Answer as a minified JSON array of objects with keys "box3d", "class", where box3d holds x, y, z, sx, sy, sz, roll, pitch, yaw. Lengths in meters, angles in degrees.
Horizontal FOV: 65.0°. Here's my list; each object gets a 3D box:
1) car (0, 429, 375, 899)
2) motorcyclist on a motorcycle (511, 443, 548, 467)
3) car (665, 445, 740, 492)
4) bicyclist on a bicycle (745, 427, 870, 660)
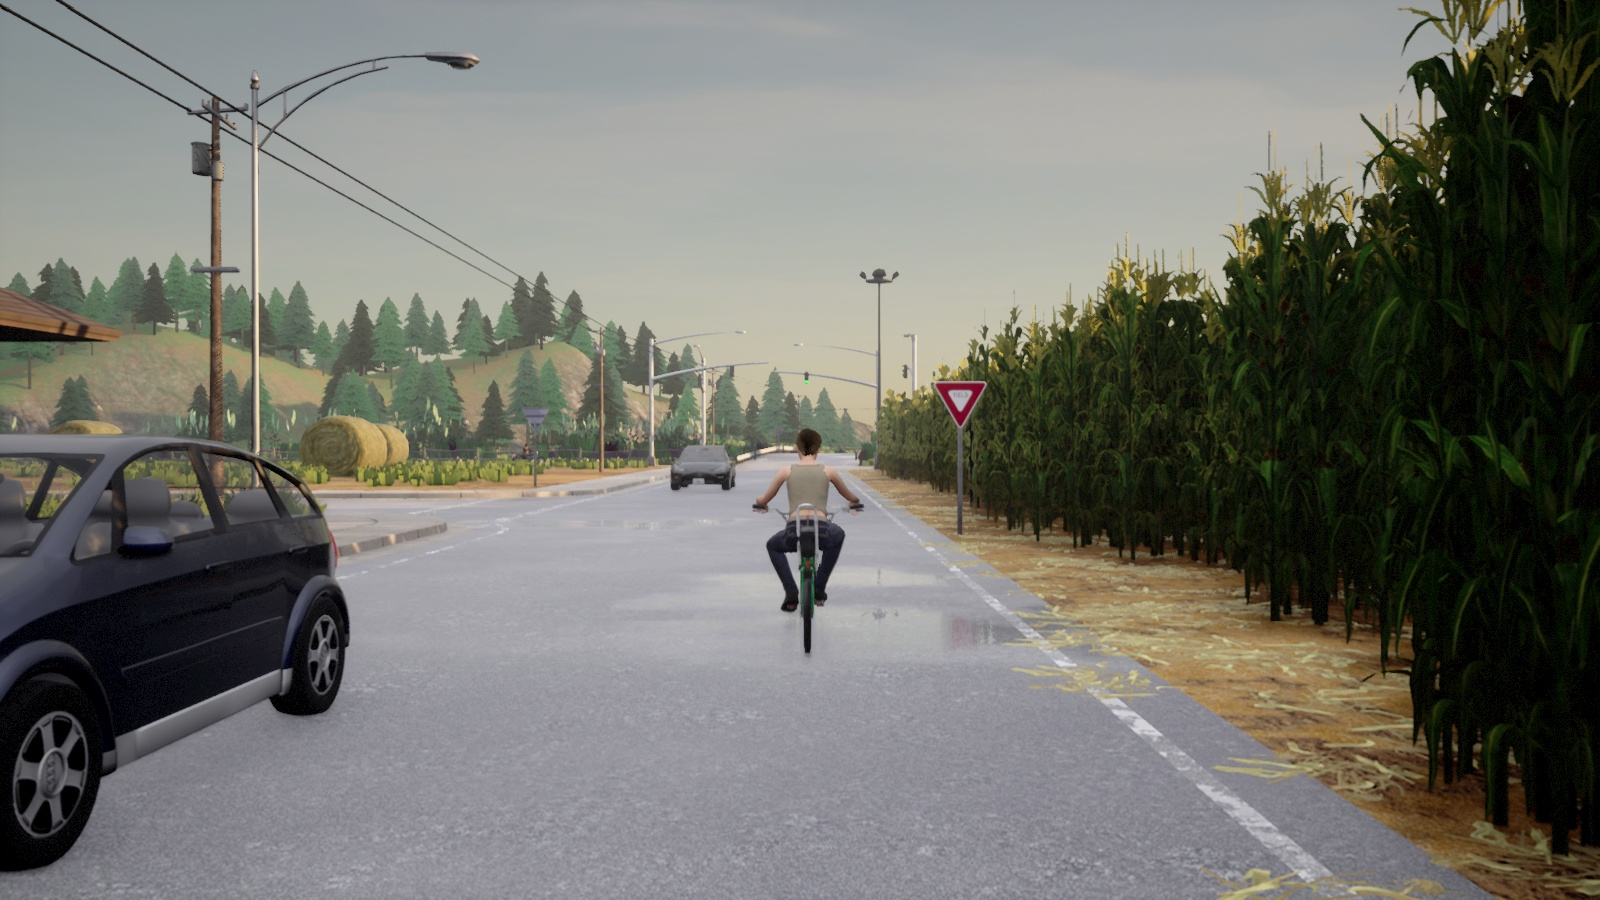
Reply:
[{"box3d":[-3.454,0.701,5.689,1.789,1.549,3.705,0,0,0],"class":"car"},{"box3d":[-18.236,0.332,84.630,2.350,1.649,0.766,0,0,3],"class":"motorcyclist on a motorcycle"},{"box3d":[-3.247,0.585,42.644,2.163,1.488,4.792,0,0,0],"class":"car"},{"box3d":[0.060,0.648,9.459,0.866,1.612,1.509,0,0,1],"class":"bicyclist on a bicycle"}]
